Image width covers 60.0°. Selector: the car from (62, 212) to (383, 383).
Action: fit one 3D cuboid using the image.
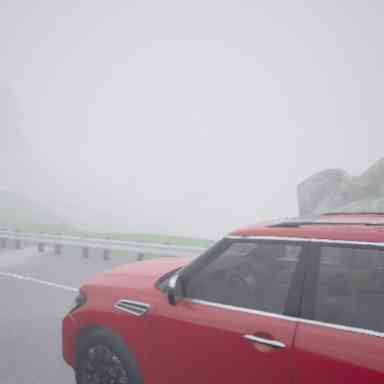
[{"bbox_3d":[1.181,1.222,3.057,5.566,2.045,2.150,-1,0,35],"label":"car"}]
